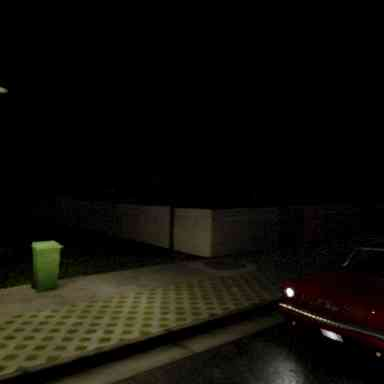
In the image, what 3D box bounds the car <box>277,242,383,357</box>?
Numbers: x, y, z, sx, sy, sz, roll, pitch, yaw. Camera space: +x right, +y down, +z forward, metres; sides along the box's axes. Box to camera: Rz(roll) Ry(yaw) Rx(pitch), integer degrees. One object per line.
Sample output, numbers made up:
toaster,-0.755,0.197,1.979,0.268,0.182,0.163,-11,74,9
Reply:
car,3.641,1.630,5.836,4.718,1.301,1.895,0,0,-37
